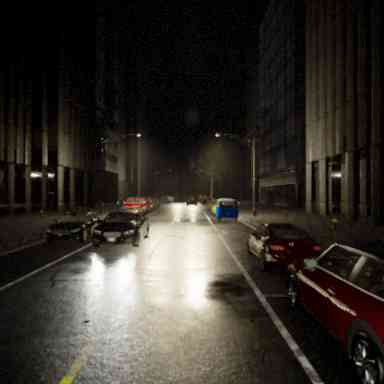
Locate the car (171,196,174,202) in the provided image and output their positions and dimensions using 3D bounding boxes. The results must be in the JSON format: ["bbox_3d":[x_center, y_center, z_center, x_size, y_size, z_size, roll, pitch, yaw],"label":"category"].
[{"bbox_3d":[-5.697,1.855,72.893,1.947,1.339,4.313,0,0,0],"label":"car"}]

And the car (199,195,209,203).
[{"bbox_3d":[2.826,1.633,78.523,2.192,1.841,5.009,0,0,0],"label":"car"}]

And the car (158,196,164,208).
[{"bbox_3d":[-5.688,1.729,50.130,1.752,1.417,4.829,0,0,1],"label":"car"}]

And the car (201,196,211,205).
[{"bbox_3d":[2.831,1.704,67.243,1.967,1.590,4.097,0,0,0],"label":"car"}]

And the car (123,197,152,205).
[{"bbox_3d":[-5.680,1.466,33.422,2.192,1.841,5.009,0,0,0],"label":"car"}]

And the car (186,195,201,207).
[{"bbox_3d":[-0.024,1.718,57.613,2.128,1.511,4.902,0,0,0],"label":"car"}]

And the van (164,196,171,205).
[{"bbox_3d":[-5.694,1.605,67.255,1.690,1.788,3.998,0,0,0],"label":"van"}]

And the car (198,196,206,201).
[{"bbox_3d":[2.819,1.849,95.440,1.967,1.590,4.097,0,0,0],"label":"car"}]

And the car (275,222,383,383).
[{"bbox_3d":[2.856,1.468,5.203,1.967,1.590,4.097,0,0,0],"label":"car"}]

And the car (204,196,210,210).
[{"bbox_3d":[2.848,1.712,44.888,1.752,1.417,4.829,0,0,1],"label":"car"}]

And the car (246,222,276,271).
[{"bbox_3d":[2.854,1.638,10.844,1.802,1.307,4.206,0,0,0],"label":"car"}]

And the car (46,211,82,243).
[{"bbox_3d":[-5.674,1.633,16.502,2.008,1.369,4.403,0,0,0],"label":"car"}]

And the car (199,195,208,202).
[{"bbox_3d":[2.823,1.663,84.162,2.192,1.841,5.009,0,0,0],"label":"car"}]

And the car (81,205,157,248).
[{"bbox_3d":[-3.079,1.569,15.226,2.128,1.511,4.902,0,0,0],"label":"car"}]

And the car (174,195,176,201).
[{"bbox_3d":[-5.702,1.787,84.171,1.967,1.590,4.097,0,0,0],"label":"car"}]

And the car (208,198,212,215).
[{"bbox_3d":[2.846,1.677,33.575,1.752,1.417,4.829,0,0,0],"label":"car"}]

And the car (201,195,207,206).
[{"bbox_3d":[2.833,1.681,61.604,1.967,1.590,4.097,0,0,0],"label":"car"}]

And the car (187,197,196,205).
[{"bbox_3d":[-0.028,1.774,68.033,1.812,1.442,4.674,0,0,0],"label":"car"}]

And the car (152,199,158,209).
[{"bbox_3d":[-5.682,1.485,39.063,2.192,1.841,5.009,0,0,0],"label":"car"}]

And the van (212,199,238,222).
[{"bbox_3d":[2.848,1.472,27.764,1.690,1.788,3.998,0,0,0],"label":"van"}]
